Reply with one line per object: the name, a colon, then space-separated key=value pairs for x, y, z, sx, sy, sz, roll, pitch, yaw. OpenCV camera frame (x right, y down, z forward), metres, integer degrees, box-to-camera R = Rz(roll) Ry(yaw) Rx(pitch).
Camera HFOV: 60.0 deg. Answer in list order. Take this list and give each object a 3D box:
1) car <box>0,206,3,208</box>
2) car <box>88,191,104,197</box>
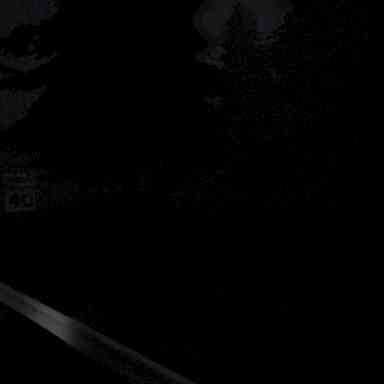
car: x=-14.731 y=1.315 z=22.708 sx=1.837 sy=1.490 sz=4.892 roll=-4 pitch=2 yaw=-3
car: x=-15.662 y=0.537 z=53.766 sx=1.994 sy=1.385 sz=4.181 roll=-4 pitch=2 yaw=8
